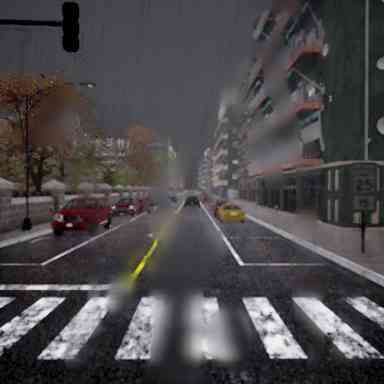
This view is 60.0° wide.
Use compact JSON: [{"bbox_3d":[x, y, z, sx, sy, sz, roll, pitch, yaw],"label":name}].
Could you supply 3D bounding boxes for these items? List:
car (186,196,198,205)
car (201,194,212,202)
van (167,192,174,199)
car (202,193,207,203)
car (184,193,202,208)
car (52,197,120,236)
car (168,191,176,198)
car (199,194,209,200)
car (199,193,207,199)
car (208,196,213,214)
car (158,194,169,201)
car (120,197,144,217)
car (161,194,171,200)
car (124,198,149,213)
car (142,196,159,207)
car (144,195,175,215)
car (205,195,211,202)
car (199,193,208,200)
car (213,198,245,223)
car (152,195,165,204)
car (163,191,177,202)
[{"bbox_3d":[-0.009,1.276,52.892,1.895,1.301,4.718,0,0,0],"label":"car"},{"bbox_3d":[2.676,1.166,62.224,1.887,1.381,4.507,0,0,0],"label":"car"},{"bbox_3d":[-5.711,0.809,89.896,1.690,1.788,3.998,0,0,0],"label":"van"},{"bbox_3d":[2.678,1.198,56.689,1.887,1.381,4.507,0,0,0],"label":"car"},{"bbox_3d":[0.041,1.212,42.728,1.882,1.535,5.008,0,0,0],"label":"car"},{"bbox_3d":[-5.696,1.199,17.940,2.192,1.841,5.009,0,0,0],"label":"car"},{"bbox_3d":[-5.712,0.753,95.431,2.192,1.841,5.009,0,0,0],"label":"car"},{"bbox_3d":[2.674,1.125,73.295,1.947,1.339,4.313,0,0,0],"label":"car"},{"bbox_3d":[2.672,1.065,84.365,1.947,1.339,4.313,0,0,0],"label":"car"},{"bbox_3d":[2.683,1.362,29.014,1.887,1.381,4.507,0,0,0],"label":"car"},{"bbox_3d":[-5.705,1.116,67.587,1.752,1.417,4.829,0,0,0],"label":"car"},{"bbox_3d":[-5.698,1.257,29.011,1.967,1.590,4.097,0,0,0],"label":"car"},{"bbox_3d":[-5.706,1.110,73.293,2.008,1.369,4.403,0,0,0],"label":"car"},{"bbox_3d":[-5.699,1.328,34.547,1.887,1.381,4.507,0,0,0],"label":"car"},{"bbox_3d":[-5.701,1.299,45.617,1.802,1.307,4.206,0,0,0],"label":"car"},{"bbox_3d":[-3.099,1.291,31.749,2.128,1.511,4.902,0,0,0],"label":"car"},{"bbox_3d":[2.682,1.334,34.549,2.008,1.369,4.403,0,0,0],"label":"car"},{"bbox_3d":[2.672,0.969,78.829,1.967,1.590,4.097,0,0,0],"label":"car"},{"bbox_3d":[2.684,1.375,23.649,1.752,1.417,4.829,0,0,0],"label":"car"},{"bbox_3d":[-5.702,1.234,56.688,1.802,1.307,4.206,0,0,0],"label":"car"},{"bbox_3d":[-3.008,0.974,47.848,1.994,1.385,4.181,0,0,0],"label":"car"}]
